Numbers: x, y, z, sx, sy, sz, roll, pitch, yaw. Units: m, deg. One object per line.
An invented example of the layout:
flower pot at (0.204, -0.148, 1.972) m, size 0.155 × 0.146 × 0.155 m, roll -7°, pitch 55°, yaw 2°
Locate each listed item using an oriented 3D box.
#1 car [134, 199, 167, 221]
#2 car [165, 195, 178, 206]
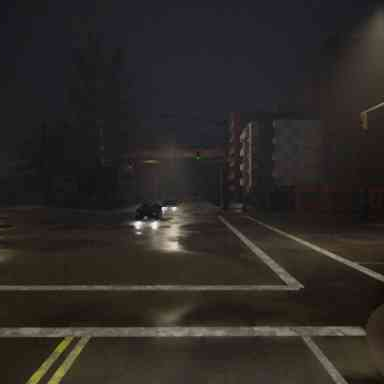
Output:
car at (-3.493, 1.552, 27.776) m, size 2.033 × 1.411 × 5.357 m, roll 0°, pitch 0°, yaw 0°
car at (-3.493, 1.583, 52.574) m, size 1.895 × 1.301 × 4.718 m, roll 0°, pitch 0°, yaw 0°
